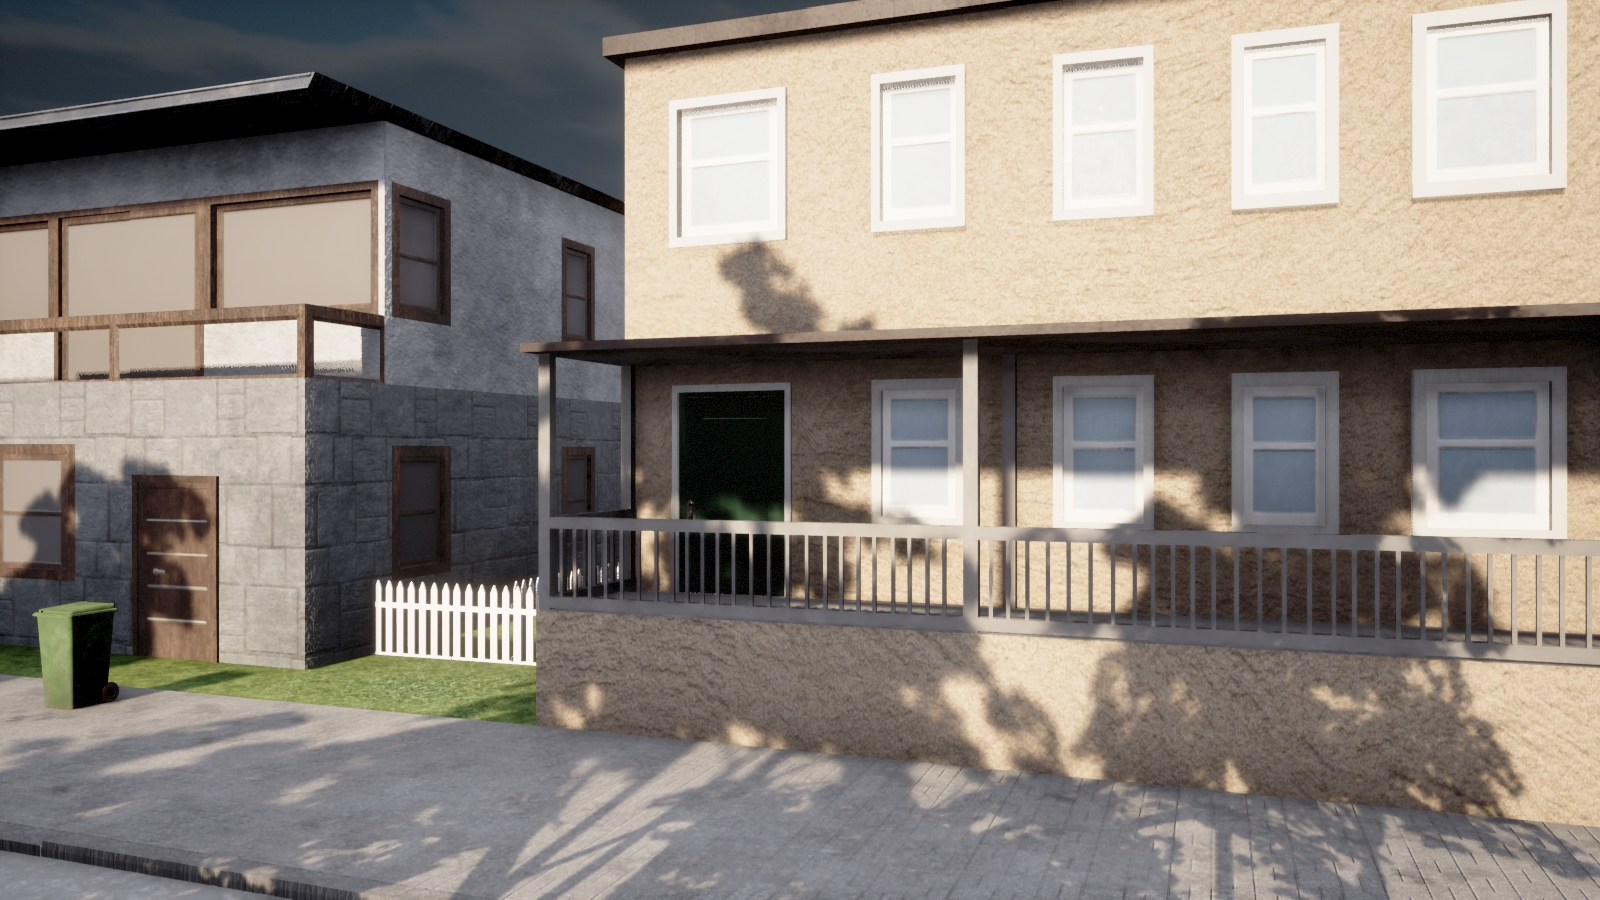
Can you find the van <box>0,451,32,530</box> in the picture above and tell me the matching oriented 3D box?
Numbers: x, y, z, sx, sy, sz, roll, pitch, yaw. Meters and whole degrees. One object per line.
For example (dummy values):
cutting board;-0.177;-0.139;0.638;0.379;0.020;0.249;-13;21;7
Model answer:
van;-27.753;1.329;35.973;1.988;2.561;5.915;0;0;20
